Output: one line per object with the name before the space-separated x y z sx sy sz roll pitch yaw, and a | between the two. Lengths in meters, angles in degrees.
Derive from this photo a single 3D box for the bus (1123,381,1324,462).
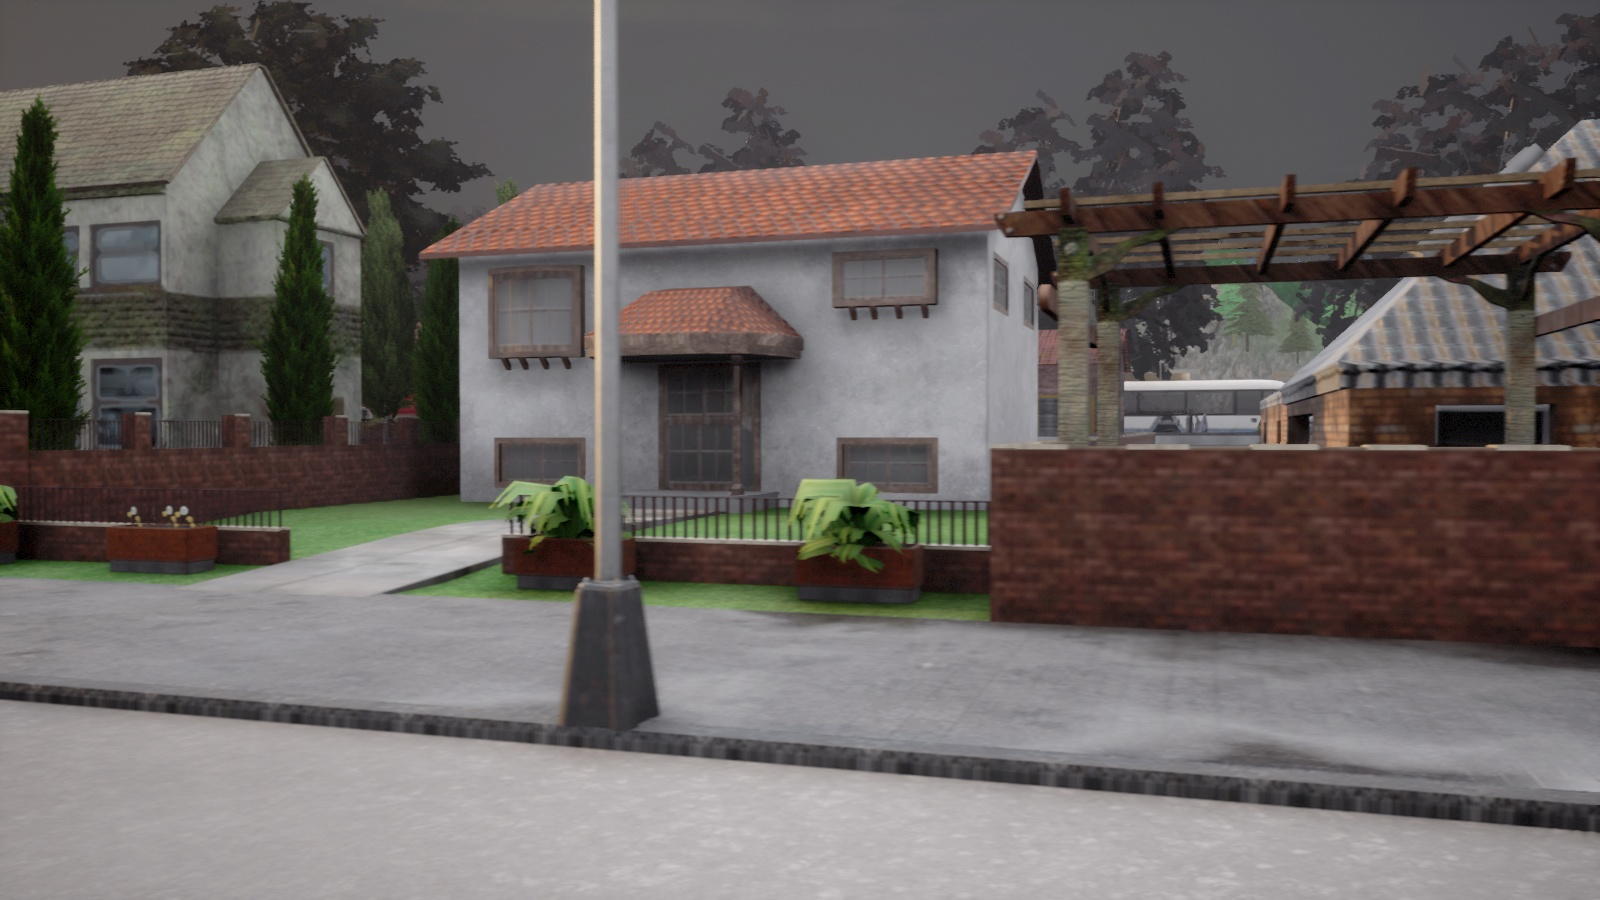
bus | 23.354 -1.572 69.682 10.273 4.253 3.944 1 1 18
